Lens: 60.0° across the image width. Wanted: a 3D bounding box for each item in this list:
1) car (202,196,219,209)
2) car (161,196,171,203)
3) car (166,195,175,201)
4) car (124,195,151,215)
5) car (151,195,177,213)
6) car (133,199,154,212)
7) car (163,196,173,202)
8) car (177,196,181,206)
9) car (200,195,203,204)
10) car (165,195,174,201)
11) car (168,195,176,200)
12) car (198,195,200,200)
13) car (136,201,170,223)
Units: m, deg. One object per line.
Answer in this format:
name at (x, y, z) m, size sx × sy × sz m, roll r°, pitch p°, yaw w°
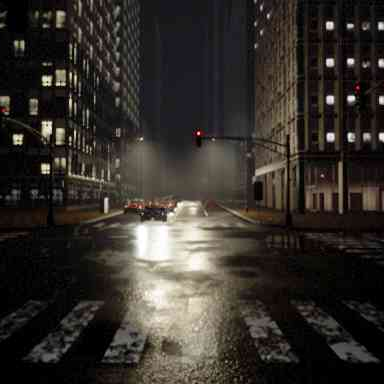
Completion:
car at (2.685, 1.591, 45.074) m, size 1.802 × 1.307 × 4.206 m, roll 1°, pitch 0°, yaw 0°
car at (-5.705, 1.560, 72.885) m, size 1.887 × 1.381 × 4.507 m, roll 1°, pitch 0°, yaw 0°
car at (-5.712, 1.570, 89.610) m, size 2.008 × 1.369 × 4.403 m, roll 1°, pitch 0°, yaw 0°
car at (-5.687, 1.446, 33.859) m, size 1.967 × 1.590 × 4.097 m, roll 1°, pitch 0°, yaw 0°
car at (-3.102, 1.358, 37.737) m, size 2.097 × 1.767 × 4.553 m, roll 0°, pitch 0°, yaw 0°
car at (-5.693, 1.589, 39.434) m, size 1.802 × 1.307 × 4.206 m, roll 1°, pitch 0°, yaw 0°
car at (-5.707, 1.567, 78.460) m, size 2.008 × 1.369 × 4.403 m, roll 1°, pitch 0°, yaw 0°
car at (-3.108, 1.501, 48.673) m, size 2.128 × 1.511 × 4.902 m, roll 0°, pitch 0°, yaw 0°
car at (2.683, 1.536, 56.400) m, size 1.752 × 1.417 × 4.829 m, roll 1°, pitch 0°, yaw 0°
car at (-5.710, 1.562, 84.035) m, size 1.887 × 1.381 × 4.507 m, roll 1°, pitch 0°, yaw 0°
car at (-5.715, 1.587, 95.185) m, size 1.947 × 1.339 × 4.313 m, roll 1°, pitch 0°, yaw 0°
car at (2.679, 1.578, 61.807) m, size 1.947 × 1.339 × 4.313 m, roll 1°, pitch 0°, yaw 0°
car at (-2.890, 1.606, 25.558) m, size 1.895 × 1.301 × 4.718 m, roll 0°, pitch 0°, yaw -3°
